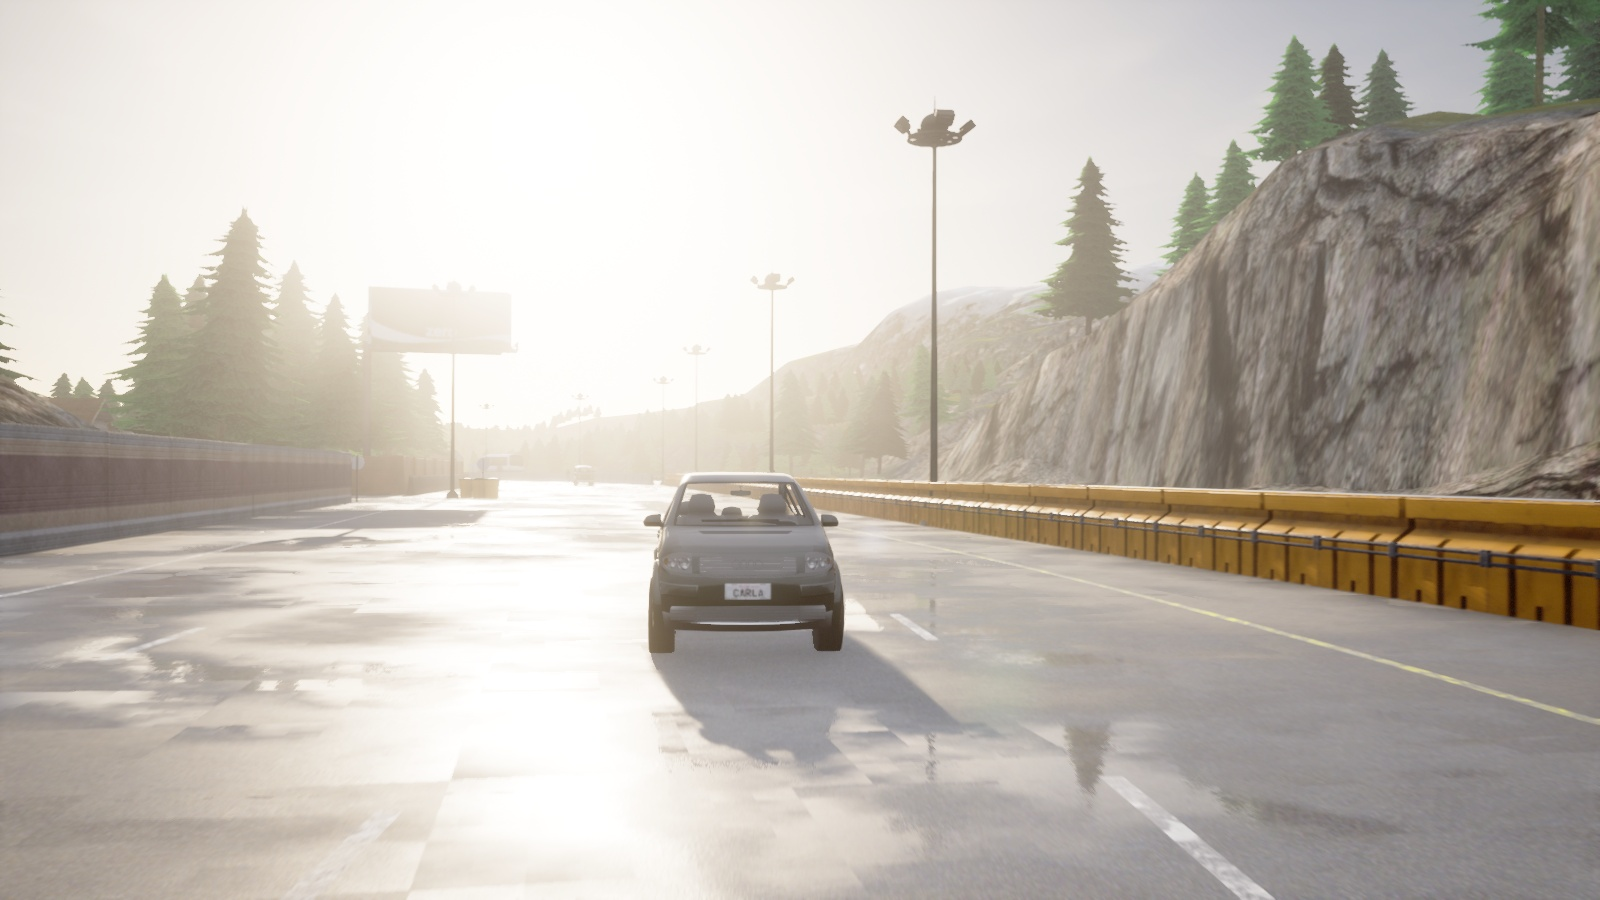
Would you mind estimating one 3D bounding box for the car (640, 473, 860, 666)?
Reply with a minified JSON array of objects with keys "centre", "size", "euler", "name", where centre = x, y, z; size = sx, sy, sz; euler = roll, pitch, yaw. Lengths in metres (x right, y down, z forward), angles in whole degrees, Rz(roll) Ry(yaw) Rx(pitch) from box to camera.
[{"centre":[-0.586,0.998,12.054],"size":[1.789,1.549,3.705],"euler":[0,-1,-6],"name":"car"}]
